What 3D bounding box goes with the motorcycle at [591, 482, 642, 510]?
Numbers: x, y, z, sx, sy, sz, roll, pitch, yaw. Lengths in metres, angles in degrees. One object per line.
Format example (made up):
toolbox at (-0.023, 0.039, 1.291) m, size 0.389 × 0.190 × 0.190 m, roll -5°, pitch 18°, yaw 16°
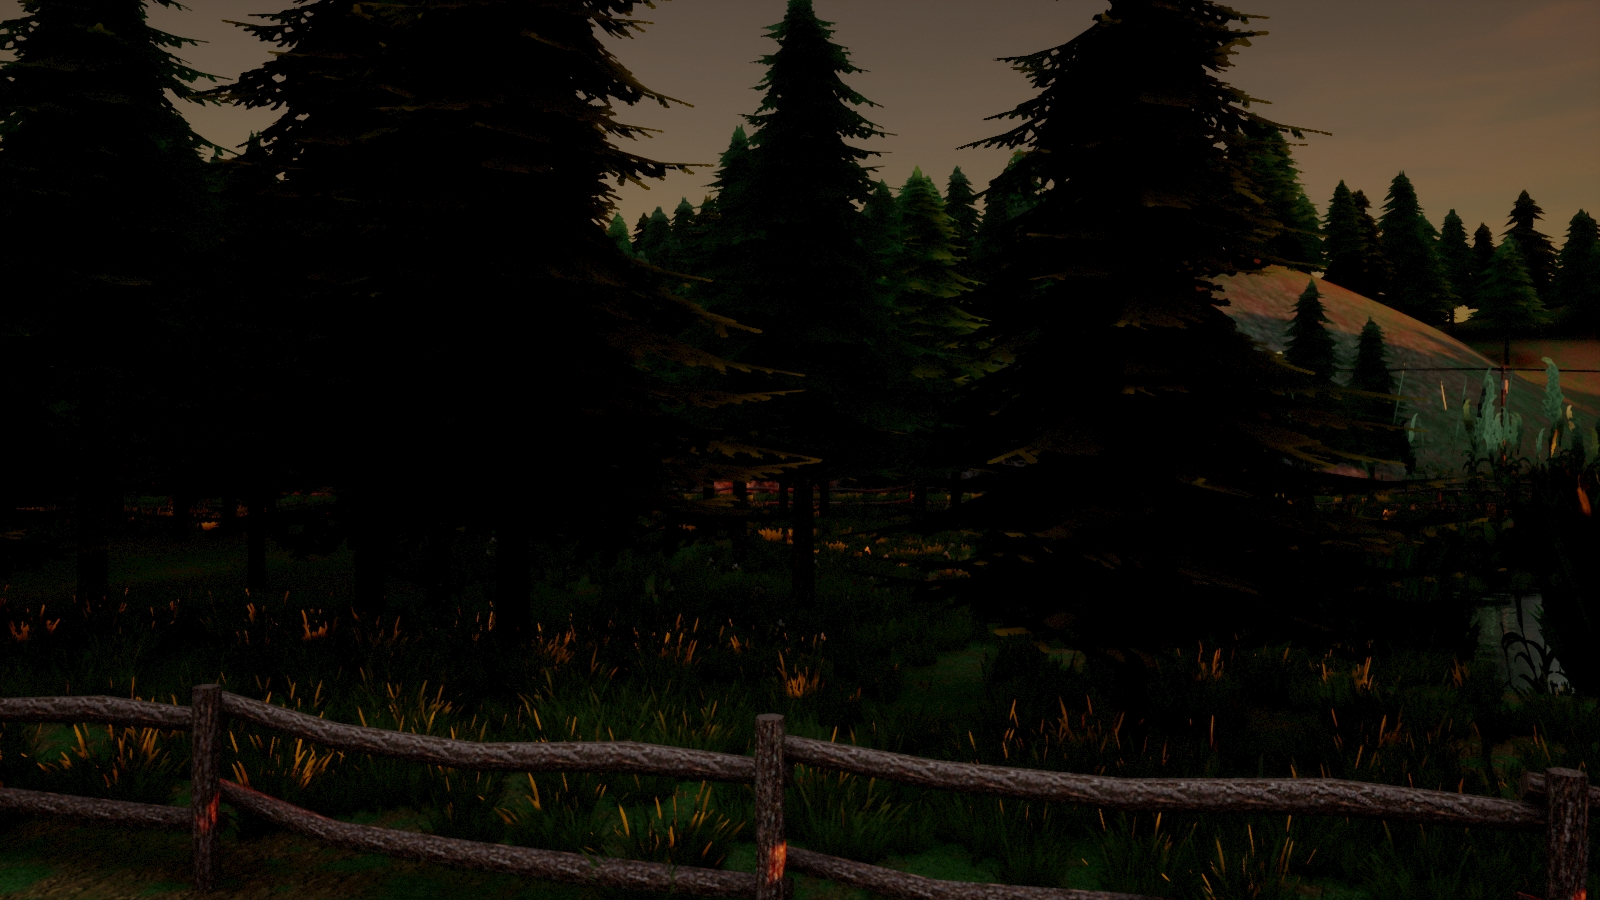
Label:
motorcycle at (-8.702, 2.178, 54.116) m, size 2.209 × 1.251 × 0.867 m, roll 0°, pitch 0°, yaw 14°
